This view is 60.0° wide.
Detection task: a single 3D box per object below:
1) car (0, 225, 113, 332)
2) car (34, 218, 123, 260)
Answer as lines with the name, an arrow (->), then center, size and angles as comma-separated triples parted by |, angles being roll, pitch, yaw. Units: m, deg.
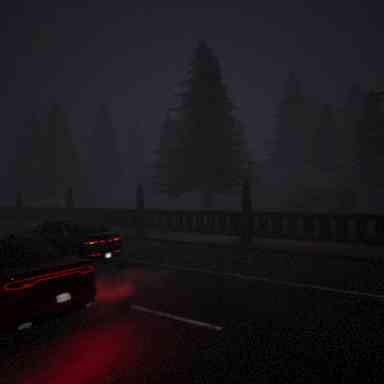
car -> -4.104, 1.585, 6.788 | 5.008, 1.535, 1.882 | -1, -1, 35
car -> -4.483, 1.667, 11.314 | 4.892, 1.490, 1.837 | -1, -1, 35
